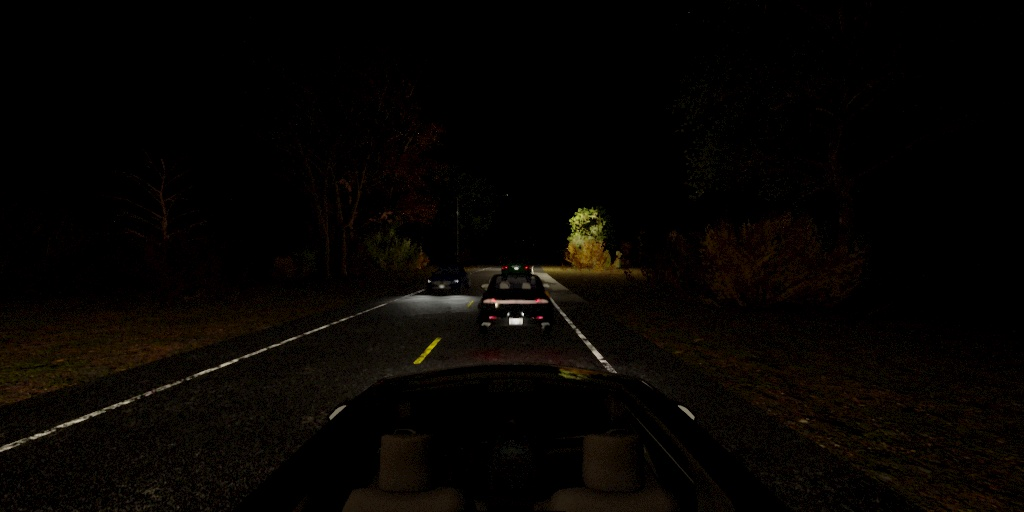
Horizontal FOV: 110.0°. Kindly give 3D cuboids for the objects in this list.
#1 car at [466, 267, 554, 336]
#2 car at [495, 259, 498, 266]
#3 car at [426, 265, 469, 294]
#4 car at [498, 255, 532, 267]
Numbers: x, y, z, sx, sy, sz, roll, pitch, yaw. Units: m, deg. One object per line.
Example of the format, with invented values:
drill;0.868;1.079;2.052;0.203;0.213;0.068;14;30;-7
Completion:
car;0.104;1.237;10.409;2.128;1.511;4.902;0;0;0
car;-1.712;0.893;61.510;1.837;1.490;4.892;0;0;4
car;-3.494;1.260;20.326;1.812;1.442;4.674;0;0;1
car;0.350;0.951;27.308;2.150;2.045;5.566;0;0;1
